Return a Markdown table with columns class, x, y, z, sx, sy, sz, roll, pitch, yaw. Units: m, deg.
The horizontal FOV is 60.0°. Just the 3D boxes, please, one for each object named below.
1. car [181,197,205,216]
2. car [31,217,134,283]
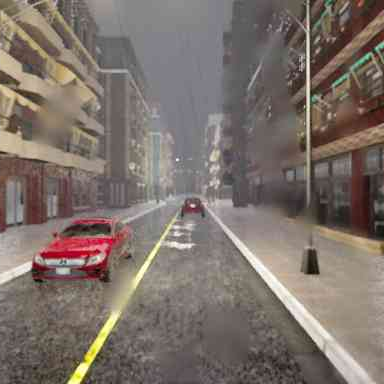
| class | x | y | z | sx | sy | sz | roll | pitch | yaw |
| --- | --- | --- | --- | --- | --- | --- | --- | --- | --- |
| car | 0.078 | 1.241 | 30.844 | 2.097 | 1.767 | 4.553 | 0 | 0 | 0 |
| car | -2.858 | 1.488 | 9.686 | 1.812 | 1.442 | 4.674 | 0 | 0 | 0 |
